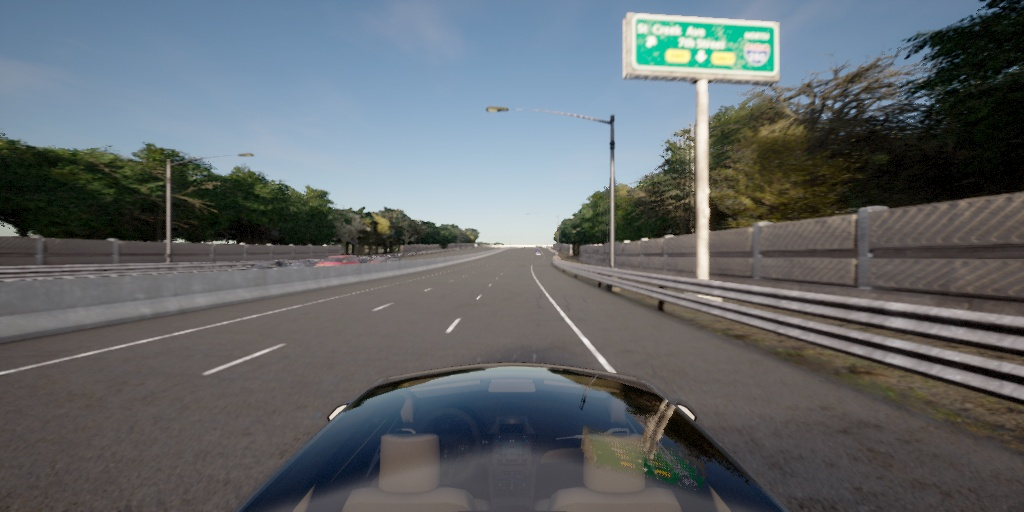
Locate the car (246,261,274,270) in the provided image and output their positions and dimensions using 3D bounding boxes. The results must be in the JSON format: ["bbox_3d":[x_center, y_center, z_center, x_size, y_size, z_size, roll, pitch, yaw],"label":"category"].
[{"bbox_3d":[-24.108,1.247,35.677,1.837,1.490,4.892,0,0,2],"label":"car"}]

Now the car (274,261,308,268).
[{"bbox_3d":[-20.611,1.238,35.532,2.128,1.511,4.902,0,0,2],"label":"car"}]

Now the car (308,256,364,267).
[{"bbox_3d":[-17.122,0.974,35.321,2.150,2.045,5.566,0,0,2],"label":"car"}]

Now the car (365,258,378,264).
[{"bbox_3d":[-19.864,0.978,54.445,1.882,1.535,5.008,0,1,2],"label":"car"}]

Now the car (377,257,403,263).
[{"bbox_3d":[-16.573,1.083,50.159,1.837,1.490,4.892,0,2,3],"label":"car"}]
